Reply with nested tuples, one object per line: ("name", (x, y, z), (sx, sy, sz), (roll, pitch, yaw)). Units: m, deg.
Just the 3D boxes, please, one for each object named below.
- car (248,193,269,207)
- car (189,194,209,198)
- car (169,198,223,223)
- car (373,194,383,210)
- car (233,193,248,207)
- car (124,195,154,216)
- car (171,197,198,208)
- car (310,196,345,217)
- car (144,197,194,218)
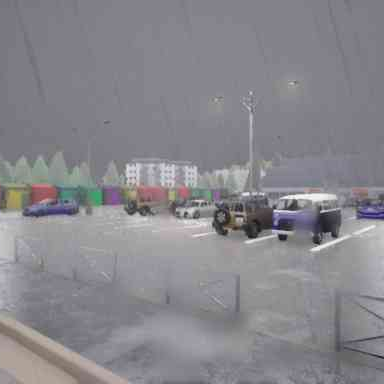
("car", (12.171, 1.201, 59.308), (1.905, 1.878, 3.866), (0, 0, 39))
("car", (1.172, 1.195, 45.671), (1.932, 1.855, 4.605), (0, 0, 39))
("car", (0.387, 1.443, 27.000), (1.970, 1.475, 3.806), (0, 0, 39))
("car", (27.454, 1.216, 46.998), (1.905, 1.878, 3.866), (0, 0, 39))
("car", (9.927, 1.438, 61.137), (1.970, 1.475, 3.806), (0, 0, 39))
("car", (-3.982, 1.196, 30.469), (1.932, 1.855, 4.605), (0, 0, 39))
("car", (-1.041, 1.403, 47.542), (1.784, 1.438, 3.905), (0, 0, 39))
("car", (14.368, 1.450, 35.117), (1.970, 1.475, 3.806), (0, 0, 39))
("car", (-1.864, 1.409, 28.821), (1.784, 1.438, 3.905), (0, 0, 39))
